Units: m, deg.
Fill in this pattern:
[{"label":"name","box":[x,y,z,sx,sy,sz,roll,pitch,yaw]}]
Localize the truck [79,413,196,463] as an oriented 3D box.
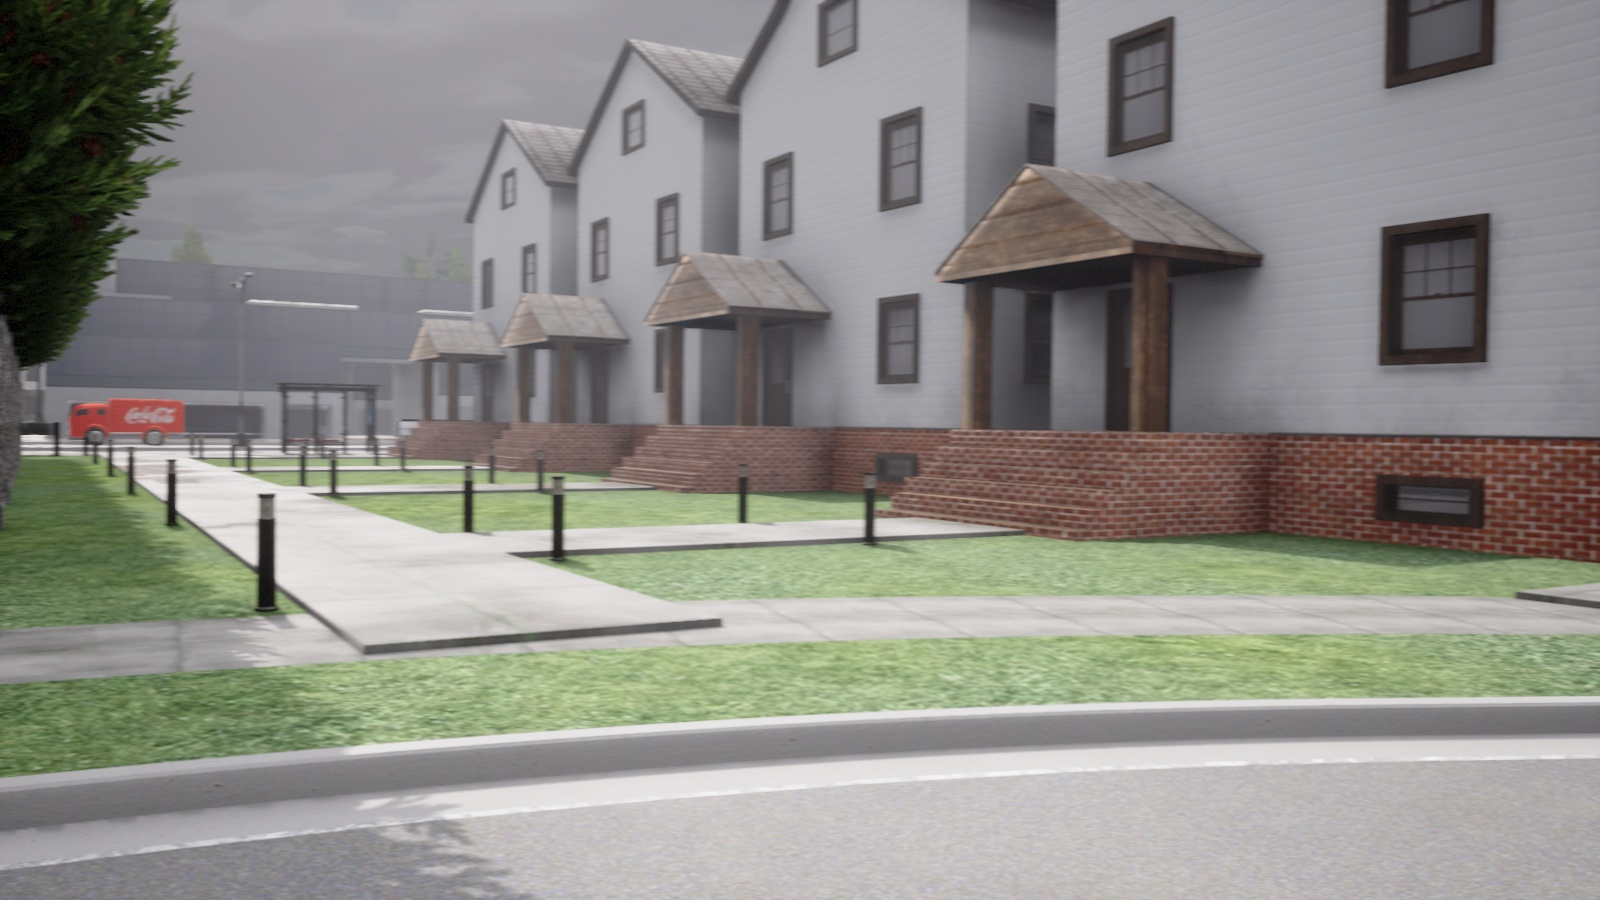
[{"label":"truck","box":[-34.428,-0.661,65.236,5.204,2.467,2.627,-1,1,-31]}]
